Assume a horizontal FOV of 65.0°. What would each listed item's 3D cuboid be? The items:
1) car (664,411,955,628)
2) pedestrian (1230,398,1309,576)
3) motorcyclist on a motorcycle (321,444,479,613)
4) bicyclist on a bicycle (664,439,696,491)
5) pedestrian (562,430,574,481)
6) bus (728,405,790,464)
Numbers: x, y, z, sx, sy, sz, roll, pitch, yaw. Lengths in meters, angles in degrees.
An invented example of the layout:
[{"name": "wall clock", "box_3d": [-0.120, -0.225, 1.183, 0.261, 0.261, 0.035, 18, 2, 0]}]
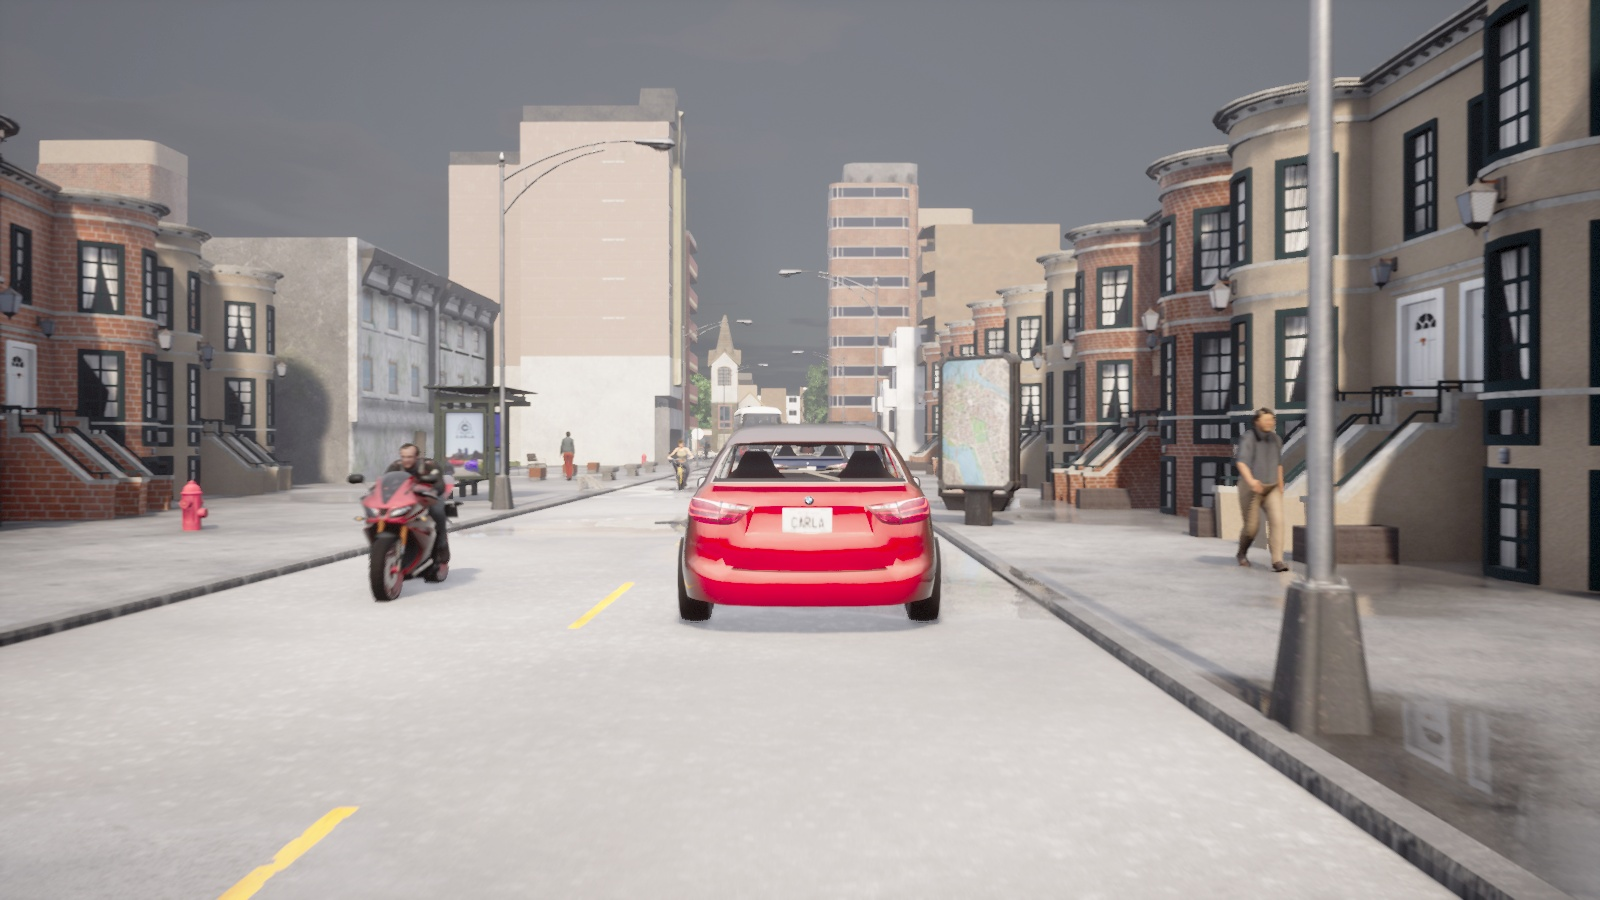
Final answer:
[{"name": "car", "box_3d": [0.085, 0.523, 11.974, 2.242, 1.667, 4.611, 0, 0, 0]}, {"name": "pedestrian", "box_3d": [5.021, 0.384, 13.457, 0.540, 1.848, 0.694, 0, 0, -5]}, {"name": "motorcyclist on a motorcycle", "box_3d": [-3.913, 0.708, 12.510, 0.866, 1.530, 2.191, 0, 0, 0]}, {"name": "bicyclist on a bicycle", "box_3d": [-3.753, 0.458, 39.392, 0.866, 1.612, 1.509, 0, 0, 1]}, {"name": "pedestrian", "box_3d": [-8.478, 0.191, 45.851, 0.353, 1.847, 0.614, 0, 0, -4]}, {"name": "bus", "box_3d": [-3.278, -1.177, 96.559, 3.944, 4.253, 10.273, 0, 0, -6]}]
